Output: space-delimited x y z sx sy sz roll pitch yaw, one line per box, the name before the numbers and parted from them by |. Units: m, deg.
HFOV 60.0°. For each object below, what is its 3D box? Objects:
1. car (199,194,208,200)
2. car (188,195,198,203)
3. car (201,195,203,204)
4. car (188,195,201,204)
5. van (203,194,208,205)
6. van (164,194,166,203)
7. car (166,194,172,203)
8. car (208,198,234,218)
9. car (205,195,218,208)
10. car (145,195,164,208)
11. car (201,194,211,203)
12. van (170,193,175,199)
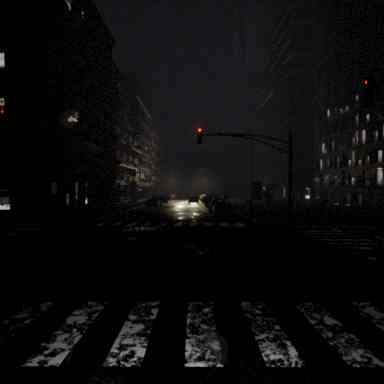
car | 2.947 1.309 86.396 1.967 1.590 4.097 -1 0 0
car | 0.243 1.424 71.058 2.128 1.511 4.902 0 0 0
car | 2.807 1.488 52.522 1.887 1.381 4.507 -1 0 0
car | 0.287 1.433 60.856 1.837 1.490 4.892 0 0 0
van | 2.787 1.293 46.876 1.690 1.788 3.998 -1 0 0
van | -5.544 1.284 52.514 1.690 1.788 3.998 -1 0 0
car | -5.506 1.467 63.806 1.887 1.381 4.507 -1 0 0
car | 2.737 1.520 29.938 1.887 1.381 4.507 -1 0 0
car | 2.753 1.408 35.584 1.967 1.590 4.097 -1 0 0
car | -5.558 1.518 46.869 1.947 1.339 4.313 -1 0 0
car | 2.864 1.351 69.459 1.967 1.590 4.097 -1 0 0
van | -5.473 1.239 75.099 1.690 1.788 3.998 -1 0 0
